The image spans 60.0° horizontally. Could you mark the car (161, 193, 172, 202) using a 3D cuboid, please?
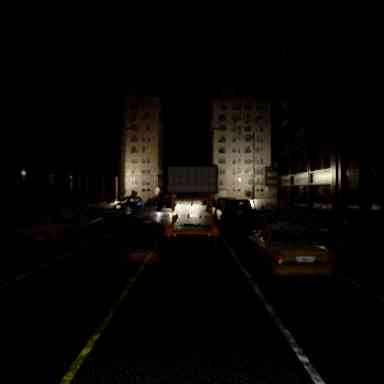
[{"bbox_3d":[-5.838,1.261,77.499,2.192,1.841,5.009,0,0,0],"label":"car"}]

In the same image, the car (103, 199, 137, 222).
[{"bbox_3d":[-5.853,1.534,26.568,1.752,1.417,4.829,0,0,0],"label":"car"}]

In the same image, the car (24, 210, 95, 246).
[{"bbox_3d":[-5.862,1.530,15.255,1.752,1.417,4.829,0,0,1],"label":"car"}]

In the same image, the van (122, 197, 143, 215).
[{"bbox_3d":[-5.851,1.350,32.380,1.690,1.788,3.998,0,0,0],"label":"van"}]

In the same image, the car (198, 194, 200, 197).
[{"bbox_3d":[2.684,1.509,66.192,1.887,1.381,4.507,0,0,0],"label":"car"}]

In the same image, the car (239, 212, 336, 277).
[{"bbox_3d":[2.670,1.528,10.007,1.752,1.417,4.829,0,0,1],"label":"car"}]

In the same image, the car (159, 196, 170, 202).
[{"bbox_3d":[-5.840,1.521,71.859,1.947,1.339,4.313,0,0,0],"label":"car"}]

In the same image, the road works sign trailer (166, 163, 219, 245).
[{"bbox_3d":[0.004,0.469,15.542,2.380,3.560,2.880,0,0,0],"label":"road works sign trailer"}]

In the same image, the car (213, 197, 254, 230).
[{"bbox_3d":[2.672,1.323,21.075,2.192,1.841,5.009,0,0,0],"label":"car"}]

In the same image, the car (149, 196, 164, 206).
[{"bbox_3d":[-5.844,1.423,54.940,1.967,1.590,4.097,0,0,0],"label":"car"}]

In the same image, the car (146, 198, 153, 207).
[{"bbox_3d":[-5.846,1.574,49.299,1.802,1.307,4.206,0,0,0],"label":"car"}]

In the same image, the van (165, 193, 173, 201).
[{"bbox_3d":[-5.837,1.276,83.140,1.690,1.788,3.998,0,0,0],"label":"van"}]

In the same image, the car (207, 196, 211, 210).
[{"bbox_3d":[2.673,1.324,26.715,2.192,1.841,5.009,0,0,0],"label":"car"}]

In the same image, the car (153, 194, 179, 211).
[{"bbox_3d":[-3.085,1.222,40.275,2.150,2.045,5.566,0,0,0],"label":"car"}]

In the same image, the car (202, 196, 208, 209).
[{"bbox_3d":[2.679,1.550,43.635,2.008,1.369,4.403,0,0,0],"label":"car"}]

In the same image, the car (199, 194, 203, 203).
[{"bbox_3d":[2.681,1.423,54.913,1.967,1.590,4.097,0,0,0],"label":"car"}]
